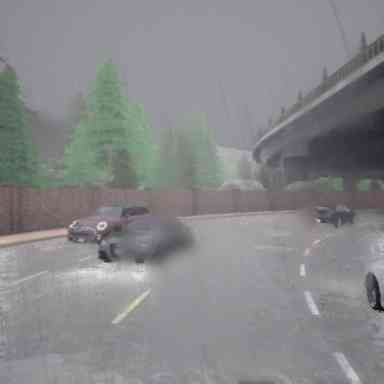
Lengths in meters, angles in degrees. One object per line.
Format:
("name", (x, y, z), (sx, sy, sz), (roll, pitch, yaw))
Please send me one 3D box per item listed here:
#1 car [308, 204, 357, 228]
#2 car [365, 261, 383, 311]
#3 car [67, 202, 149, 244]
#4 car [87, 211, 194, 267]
("car", (9.554, 1.553, 22.489), (1.837, 1.490, 4.892), (-1, -1, 44))
("car", (4.142, 1.539, 4.728), (1.812, 1.442, 4.674), (0, 0, 7))
("car", (-3.576, 1.375, 15.560), (2.097, 1.767, 4.553), (0, 0, 25))
("car", (-1.418, 1.582, 11.619), (1.994, 1.385, 4.181), (0, 0, 20))
